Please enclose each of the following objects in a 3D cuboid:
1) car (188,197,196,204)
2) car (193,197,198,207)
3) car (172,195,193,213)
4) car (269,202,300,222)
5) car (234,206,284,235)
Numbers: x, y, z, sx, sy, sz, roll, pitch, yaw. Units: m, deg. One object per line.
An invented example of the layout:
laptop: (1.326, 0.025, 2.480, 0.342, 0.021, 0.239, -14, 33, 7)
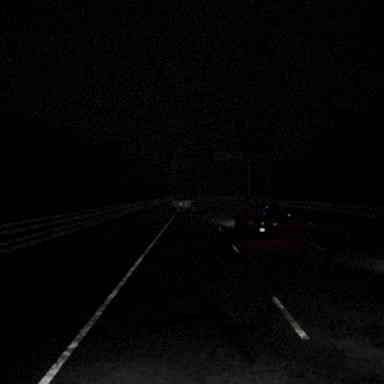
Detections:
car: (0.017, 1.754, 72.762, 1.837, 1.490, 4.892, 0, 0, 0)
car: (0.014, 1.707, 57.262, 1.837, 1.490, 4.892, 0, 0, 0)
car: (-1.215, 1.350, 39.292, 2.150, 2.045, 5.566, 0, 0, 0)
car: (7.106, 1.556, 26.790, 1.882, 1.535, 5.008, 0, 0, 0)
car: (3.607, 1.654, 19.264, 1.895, 1.301, 4.718, 0, 0, 0)
